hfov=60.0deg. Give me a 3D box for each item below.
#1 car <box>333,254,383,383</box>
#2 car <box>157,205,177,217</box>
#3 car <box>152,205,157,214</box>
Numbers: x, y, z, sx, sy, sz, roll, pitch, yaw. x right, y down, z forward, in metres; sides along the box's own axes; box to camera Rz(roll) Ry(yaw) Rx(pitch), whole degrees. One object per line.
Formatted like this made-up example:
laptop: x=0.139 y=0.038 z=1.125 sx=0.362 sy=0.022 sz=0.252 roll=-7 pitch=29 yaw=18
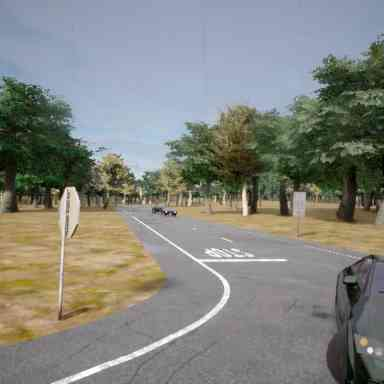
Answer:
car: x=3.124 y=1.643 z=4.648 sx=1.994 sy=1.385 sz=4.181 roll=1 pitch=-1 yaw=22
car: x=-3.473 y=2.851 z=48.049 sx=1.895 sy=1.301 sz=4.718 roll=3 pitch=-2 yaw=-13
car: x=-5.731 y=2.962 z=56.895 sx=1.882 sy=1.535 sz=5.008 roll=3 pitch=-2 yaw=-14
